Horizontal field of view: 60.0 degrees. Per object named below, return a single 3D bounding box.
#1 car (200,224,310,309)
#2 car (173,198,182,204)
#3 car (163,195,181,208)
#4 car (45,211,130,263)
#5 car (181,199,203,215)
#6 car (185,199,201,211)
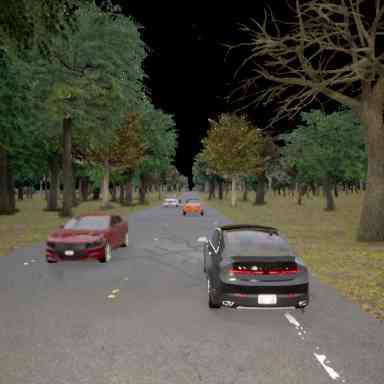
[{"bbox_3d":[1.240,1.517,7.880,1.837,1.490,4.892,0,0,0],"label":"car"},{"bbox_3d":[-3.348,2.100,78.382,1.895,1.301,4.718,0,0,0],"label":"car"},{"bbox_3d":[-3.482,1.555,55.276,2.150,2.045,5.566,0,0,0],"label":"car"},{"bbox_3d":[-3.576,1.500,12.187,1.882,1.535,5.008,0,0,0],"label":"car"},{"bbox_3d":[0.148,1.529,36.668,2.097,1.767,4.553,0,0,0],"label":"car"},{"bbox_3d":[0.127,1.757,46.965,2.128,1.511,4.902,0,0,1],"label":"car"}]
